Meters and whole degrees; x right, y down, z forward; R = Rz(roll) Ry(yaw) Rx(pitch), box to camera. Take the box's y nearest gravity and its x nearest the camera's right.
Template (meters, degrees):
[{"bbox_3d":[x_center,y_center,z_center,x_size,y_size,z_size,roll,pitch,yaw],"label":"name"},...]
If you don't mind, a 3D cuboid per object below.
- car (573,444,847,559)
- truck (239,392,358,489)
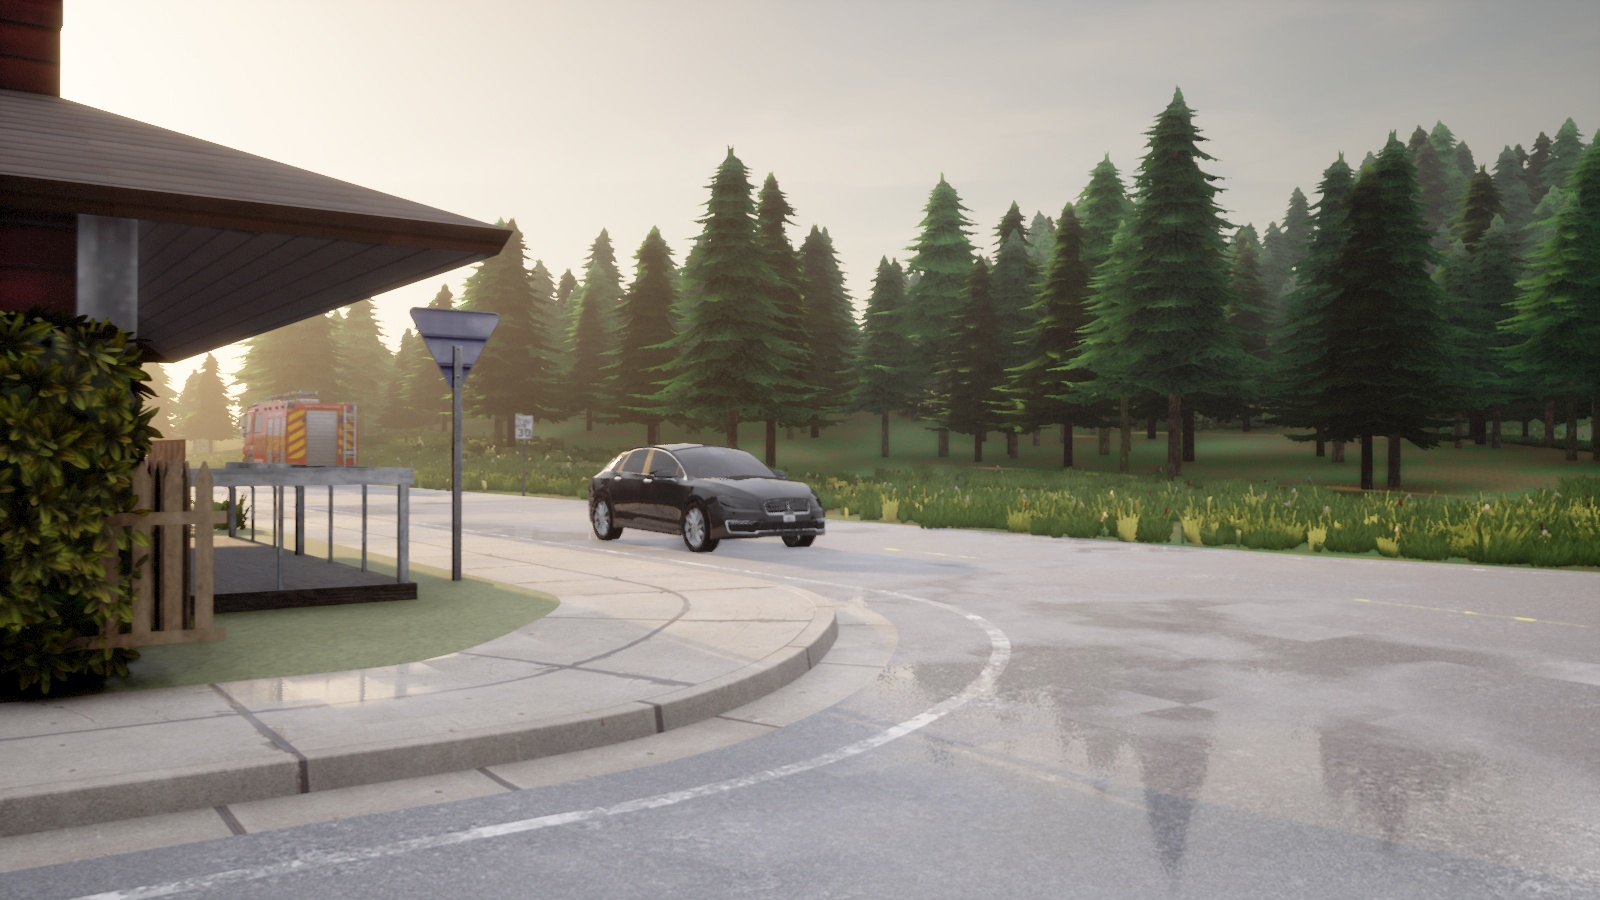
[{"bbox_3d":[-1.504,0.670,18.743,1.837,1.490,4.892,0,0,-35],"label":"car"},{"bbox_3d":[-21.672,-0.366,53.959,2.891,3.827,8.468,0,0,-35],"label":"truck"}]
